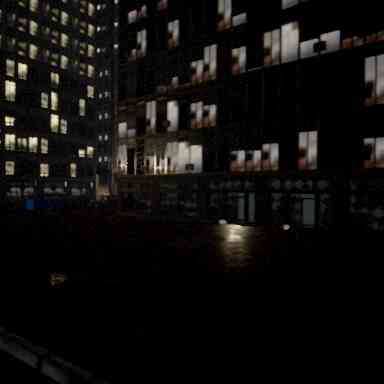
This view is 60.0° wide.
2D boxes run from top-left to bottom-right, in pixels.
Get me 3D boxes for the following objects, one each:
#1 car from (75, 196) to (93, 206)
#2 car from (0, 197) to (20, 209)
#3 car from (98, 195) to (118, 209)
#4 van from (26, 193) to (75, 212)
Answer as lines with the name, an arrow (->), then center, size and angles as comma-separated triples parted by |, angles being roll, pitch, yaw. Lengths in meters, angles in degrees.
car -> -14.989, 1.181, 43.335 | 1.802, 1.307, 4.206 | 1, 0, 38
car -> -21.094, 1.112, 35.610 | 1.752, 1.417, 4.829 | 1, 0, 38
car -> -8.742, 1.136, 38.528 | 1.967, 1.590, 4.097 | 1, 0, 38
van -> -13.702, 1.029, 31.897 | 1.690, 1.788, 3.998 | 1, 0, 38
